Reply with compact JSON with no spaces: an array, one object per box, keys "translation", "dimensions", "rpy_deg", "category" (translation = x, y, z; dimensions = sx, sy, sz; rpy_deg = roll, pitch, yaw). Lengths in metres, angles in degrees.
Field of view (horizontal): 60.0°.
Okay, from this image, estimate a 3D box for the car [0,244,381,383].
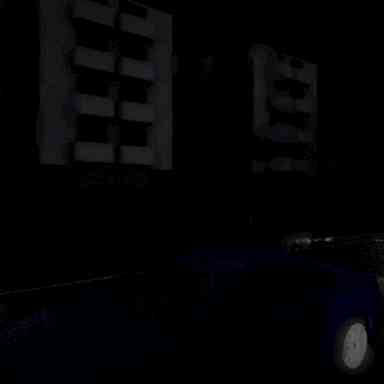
[{"translation":[0.325,1.480,4.099],"dimensions":[5.008,1.535,1.882],"rpy_deg":[0,0,-34],"category":"car"}]
